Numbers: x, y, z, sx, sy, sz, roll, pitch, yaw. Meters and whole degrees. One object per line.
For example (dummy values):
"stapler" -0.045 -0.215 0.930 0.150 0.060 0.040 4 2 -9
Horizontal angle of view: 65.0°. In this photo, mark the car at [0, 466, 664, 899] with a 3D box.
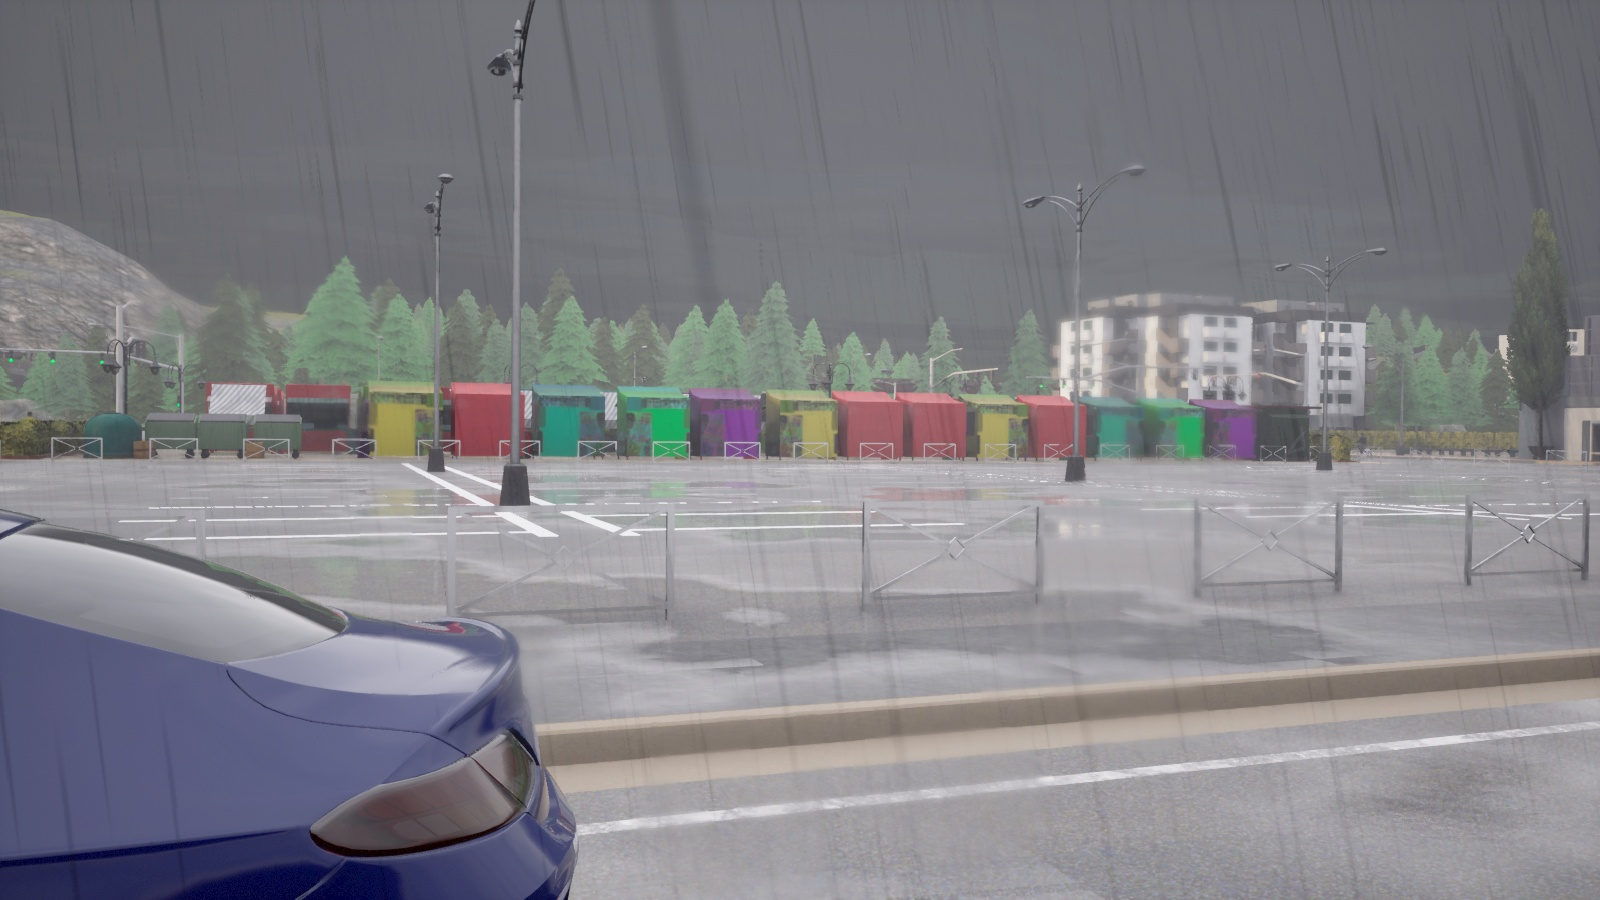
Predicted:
"car" -2.743 0.818 2.198 4.674 1.442 1.812 -1 1 -21
